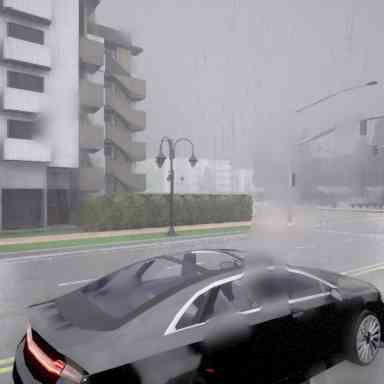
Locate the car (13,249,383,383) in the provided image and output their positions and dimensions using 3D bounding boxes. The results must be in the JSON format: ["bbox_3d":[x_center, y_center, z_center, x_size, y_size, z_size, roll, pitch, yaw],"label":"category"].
[{"bbox_3d":[0.551,1.492,4.150,4.902,1.511,2.128,0,0,-35],"label":"car"}]
